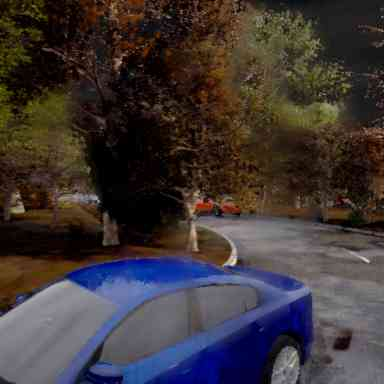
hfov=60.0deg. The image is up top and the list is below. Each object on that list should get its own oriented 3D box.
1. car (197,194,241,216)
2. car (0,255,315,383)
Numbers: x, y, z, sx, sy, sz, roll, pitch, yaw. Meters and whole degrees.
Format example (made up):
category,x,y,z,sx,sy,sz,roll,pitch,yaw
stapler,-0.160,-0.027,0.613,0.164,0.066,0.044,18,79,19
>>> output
category,x,y,z,sx,sy,sz,roll,pitch,yaw
car,1.707,0.813,25.592,2.097,1.767,4.553,2,1,-34
car,-0.685,1.495,3.290,5.008,1.535,1.882,0,0,-42
